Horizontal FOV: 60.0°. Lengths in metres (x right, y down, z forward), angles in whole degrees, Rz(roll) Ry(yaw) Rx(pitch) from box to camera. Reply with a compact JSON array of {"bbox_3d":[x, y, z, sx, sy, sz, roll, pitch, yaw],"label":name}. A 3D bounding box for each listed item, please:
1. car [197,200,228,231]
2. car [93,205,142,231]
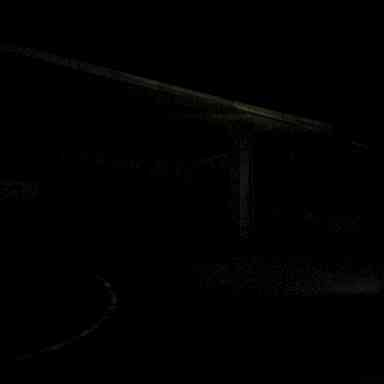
[{"bbox_3d":[1.973,1.504,22.145,1.905,1.878,3.866,0,0,-33],"label":"car"},{"bbox_3d":[-5.137,1.672,22.711,2.242,1.667,4.611,0,0,-33],"label":"car"}]
